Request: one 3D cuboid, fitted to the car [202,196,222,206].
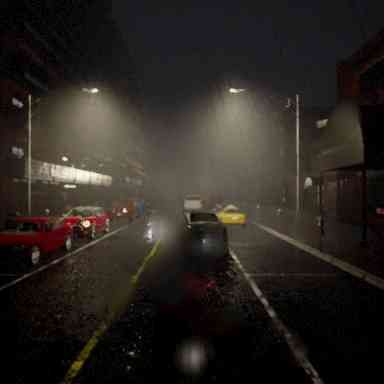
[{"bbox_3d":[2.696,1.497,39.501,2.192,1.841,5.009,0,0,0],"label":"car"}]

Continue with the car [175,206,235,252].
[{"bbox_3d":[0.352,1.567,14.374,1.837,1.490,4.892,0,0,-4],"label":"car"}]

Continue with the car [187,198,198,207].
[{"bbox_3d":[0.106,1.817,59.508,1.812,1.442,4.674,0,0,0],"label":"car"}]

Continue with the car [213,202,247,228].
[{"bbox_3d":[2.694,1.626,23.052,1.752,1.417,4.829,0,0,0],"label":"car"}]

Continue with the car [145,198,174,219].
[{"bbox_3d":[-3.095,1.631,31.110,2.128,1.511,4.902,0,0,0],"label":"car"}]

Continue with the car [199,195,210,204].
[{"bbox_3d":[2.699,1.683,72.738,2.192,1.841,5.009,0,0,0],"label":"car"}]

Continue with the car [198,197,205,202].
[{"bbox_3d":[2.699,2.063,94.890,2.008,1.369,4.403,0,0,0],"label":"car"}]

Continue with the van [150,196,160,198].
[{"bbox_3d":[-5.684,1.552,45.040,1.690,1.788,3.998,0,0,0],"label":"van"}]

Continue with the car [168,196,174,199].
[{"bbox_3d":[-5.682,1.934,72.737,1.947,1.339,4.313,0,0,0],"label":"car"}]

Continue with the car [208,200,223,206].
[{"bbox_3d":[2.694,1.677,28.421,2.008,1.369,4.403,0,0,0],"label":"car"}]

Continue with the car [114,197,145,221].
[{"bbox_3d":[-5.685,1.441,28.423,2.192,1.841,5.009,0,0,0],"label":"car"}]

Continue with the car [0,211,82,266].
[{"bbox_3d":[-5.687,1.596,11.805,1.887,1.381,4.507,0,0,0],"label":"car"}]

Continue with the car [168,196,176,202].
[{"bbox_3d":[-5.682,1.953,94.892,1.967,1.590,4.097,0,0,0],"label":"car"}]

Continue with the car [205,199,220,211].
[{"bbox_3d":[2.696,1.737,45.209,1.752,1.417,4.829,0,0,0],"label":"car"}]

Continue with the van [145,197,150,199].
[{"bbox_3d":[-5.685,1.494,33.963,1.690,1.788,3.998,0,0,0],"label":"van"}]

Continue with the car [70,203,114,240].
[{"bbox_3d":[-5.686,1.515,17.343,1.967,1.590,4.097,0,0,0],"label":"car"}]

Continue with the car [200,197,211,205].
[{"bbox_3d":[2.698,1.776,67.197,1.967,1.590,4.097,0,0,0],"label":"car"}]

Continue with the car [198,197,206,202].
[{"bbox_3d":[2.699,2.039,89.352,1.947,1.339,4.313,0,0,0],"label":"car"}]

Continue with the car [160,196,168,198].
[{"bbox_3d":[-5.683,1.588,56.119,2.192,1.841,5.009,0,0,0],"label":"car"}]

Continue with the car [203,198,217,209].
[{"bbox_3d":[2.696,1.681,50.579,1.967,1.590,4.097,0,0,0],"label":"car"}]

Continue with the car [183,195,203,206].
[{"bbox_3d":[0.105,1.407,40.196,2.150,2.045,5.566,0,0,0],"label":"car"}]
